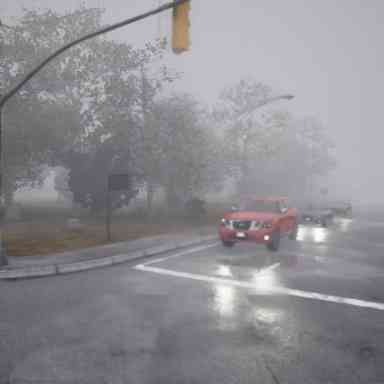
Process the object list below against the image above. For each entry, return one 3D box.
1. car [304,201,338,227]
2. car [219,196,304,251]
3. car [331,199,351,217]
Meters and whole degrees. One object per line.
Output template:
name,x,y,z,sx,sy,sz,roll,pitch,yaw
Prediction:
car,8.479,1.558,23.038,1.994,1.385,4.181,0,0,32
car,3.148,1.216,14.664,2.150,2.045,5.566,0,0,30
car,13.821,1.470,31.480,1.882,1.535,5.008,0,0,32
